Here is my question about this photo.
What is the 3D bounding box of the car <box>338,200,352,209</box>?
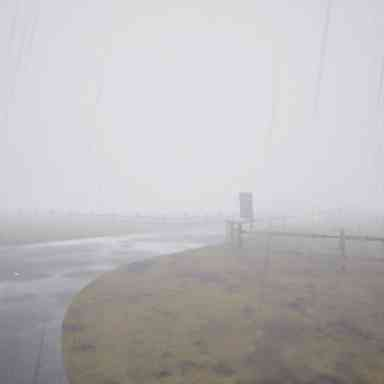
[{"bbox_3d":[38.471,3.596,84.603,2.033,1.411,5.357,-2,-1,32],"label":"car"}]
